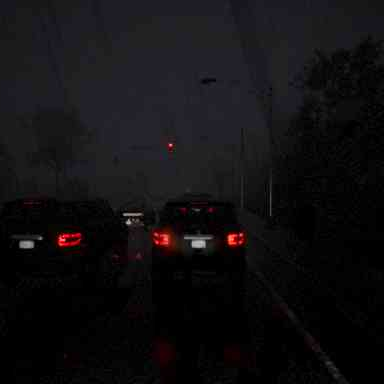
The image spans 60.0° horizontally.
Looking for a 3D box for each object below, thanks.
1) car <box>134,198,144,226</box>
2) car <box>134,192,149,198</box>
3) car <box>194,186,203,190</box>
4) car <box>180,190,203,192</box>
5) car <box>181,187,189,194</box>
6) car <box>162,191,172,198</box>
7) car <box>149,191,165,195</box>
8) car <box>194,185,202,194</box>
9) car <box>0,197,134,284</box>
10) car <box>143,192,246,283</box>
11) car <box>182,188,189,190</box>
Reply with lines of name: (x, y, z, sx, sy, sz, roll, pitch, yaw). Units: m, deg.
car: (-3.194, 1.332, 19.316, 2.128, 1.511, 4.902, 0, 0, 1)
car: (-9.482, 1.105, 60.546, 1.895, 1.301, 4.718, 0, 0, 2)
car: (1.442, 0.210, 77.870, 2.097, 1.767, 4.553, 0, 3, 1)
car: (0.321, 1.057, 19.865, 2.150, 2.045, 5.566, 0, 0, 1)
car: (-1.841, -0.428, 87.977, 1.882, 1.535, 5.008, 0, 3, 1)
car: (-5.602, 0.581, 75.898, 1.895, 1.301, 4.718, 0, 3, 1)
car: (-5.978, 1.051, 60.519, 2.033, 1.411, 5.357, 0, 0, 2)
car: (1.659, -0.681, 87.916, 2.150, 2.045, 5.566, 0, 3, 1)
car: (-3.334, 1.143, 9.447, 2.150, 2.045, 5.566, 0, 0, 1)
car: (0.167, 1.142, 9.535, 2.150, 2.045, 5.566, 0, 0, 1)
car: (-2.065, 0.417, 77.571, 2.033, 1.411, 5.357, 0, 3, 1)
